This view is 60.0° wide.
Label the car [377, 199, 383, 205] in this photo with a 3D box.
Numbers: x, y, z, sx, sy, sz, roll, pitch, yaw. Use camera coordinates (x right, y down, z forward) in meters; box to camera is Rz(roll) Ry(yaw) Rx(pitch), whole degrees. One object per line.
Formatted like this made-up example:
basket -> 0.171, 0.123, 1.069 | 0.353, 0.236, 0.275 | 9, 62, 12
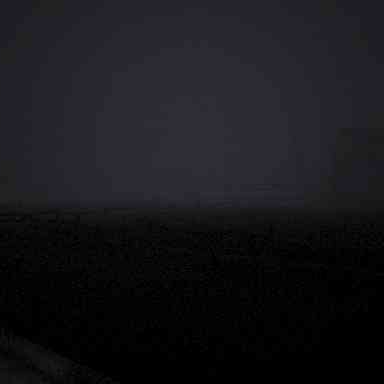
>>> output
car -> 28.151, 1.247, 45.981 | 4.605, 1.855, 1.932 | -1, 0, 35
